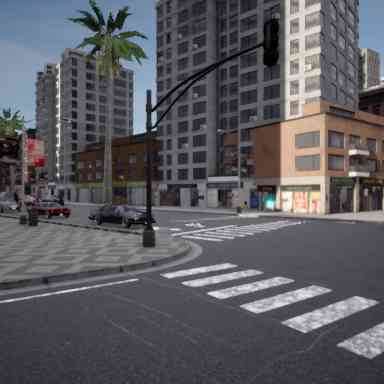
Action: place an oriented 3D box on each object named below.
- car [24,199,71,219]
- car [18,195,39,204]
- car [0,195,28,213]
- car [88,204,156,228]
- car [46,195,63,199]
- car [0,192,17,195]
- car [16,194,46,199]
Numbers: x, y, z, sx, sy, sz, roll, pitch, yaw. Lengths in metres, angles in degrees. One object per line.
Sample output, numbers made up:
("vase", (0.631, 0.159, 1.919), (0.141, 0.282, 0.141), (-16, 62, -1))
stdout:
("car", (-12.400, 1.538, 28.823), (4.718, 1.301, 1.895), (0, 0, 41))
("car", (-28.258, 1.270, 57.278), (1.837, 1.490, 4.892), (0, 0, -44))
("car", (-19.944, 1.386, 35.599), (4.902, 1.511, 2.128), (0, 0, 43))
("car", (-4.834, 1.524, 22.372), (5.357, 1.411, 2.033), (0, 0, 40))
("car", (-21.216, 1.184, 50.393), (4.553, 1.767, 2.097), (0, 0, 45))
("car", (-30.299, 0.991, 54.716), (2.150, 2.045, 5.566), (0, 0, -44))
("car", (-23.208, 1.362, 47.796), (4.674, 1.442, 1.812), (0, 0, 45))
